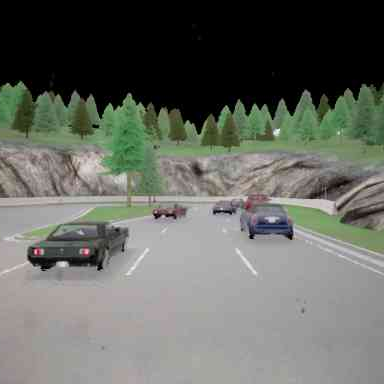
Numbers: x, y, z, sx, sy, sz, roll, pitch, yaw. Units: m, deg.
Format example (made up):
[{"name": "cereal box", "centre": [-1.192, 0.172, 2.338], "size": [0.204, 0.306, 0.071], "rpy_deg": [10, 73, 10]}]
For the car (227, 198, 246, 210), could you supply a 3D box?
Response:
[{"name": "car", "centre": [6.010, 1.577, 44.103], "size": [2.033, 1.411, 5.357], "rpy_deg": [0, 0, 12]}]

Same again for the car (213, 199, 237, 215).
[{"name": "car", "centre": [3.426, 1.587, 34.349], "size": [1.994, 1.385, 4.181], "rpy_deg": [0, 0, 15]}]

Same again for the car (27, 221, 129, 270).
[{"name": "car", "centre": [-3.386, 1.608, 10.975], "size": [1.895, 1.301, 4.718], "rpy_deg": [0, 0, 0]}]

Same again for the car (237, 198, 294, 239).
[{"name": "car", "centre": [3.774, 1.363, 17.480], "size": [2.097, 1.767, 4.553], "rpy_deg": [0, 0, 2]}]

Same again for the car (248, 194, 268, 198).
[{"name": "car", "centre": [6.790, 1.237, 33.655], "size": [2.150, 2.045, 5.566], "rpy_deg": [0, -1, 17]}]

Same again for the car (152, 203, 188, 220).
[{"name": "car", "centre": [-1.769, 1.620, 28.704], "size": [1.895, 1.301, 4.718], "rpy_deg": [0, 0, 13]}]
